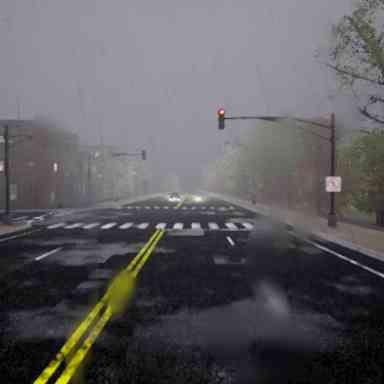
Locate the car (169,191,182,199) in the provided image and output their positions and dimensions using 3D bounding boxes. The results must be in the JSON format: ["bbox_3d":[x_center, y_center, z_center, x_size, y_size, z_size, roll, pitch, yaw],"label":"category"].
[{"bbox_3d":[-3.358,0.671,65.750,1.812,1.442,4.674,0,1,0],"label":"car"}]
